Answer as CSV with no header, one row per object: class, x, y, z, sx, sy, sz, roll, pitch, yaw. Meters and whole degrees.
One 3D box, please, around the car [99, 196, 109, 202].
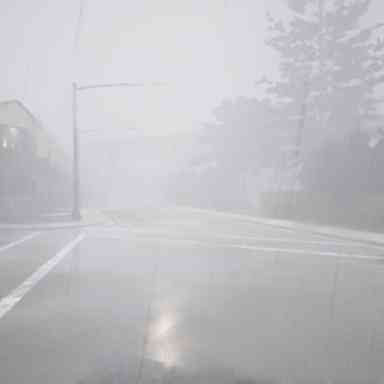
car,-19.024,1.461,71.932,1.895,1.301,4.718,-1,0,-11
